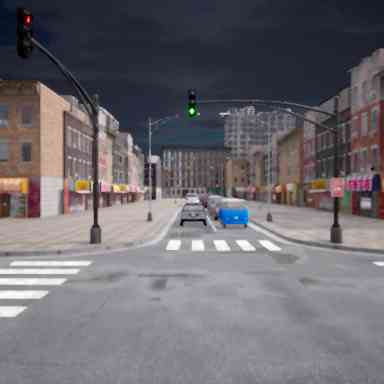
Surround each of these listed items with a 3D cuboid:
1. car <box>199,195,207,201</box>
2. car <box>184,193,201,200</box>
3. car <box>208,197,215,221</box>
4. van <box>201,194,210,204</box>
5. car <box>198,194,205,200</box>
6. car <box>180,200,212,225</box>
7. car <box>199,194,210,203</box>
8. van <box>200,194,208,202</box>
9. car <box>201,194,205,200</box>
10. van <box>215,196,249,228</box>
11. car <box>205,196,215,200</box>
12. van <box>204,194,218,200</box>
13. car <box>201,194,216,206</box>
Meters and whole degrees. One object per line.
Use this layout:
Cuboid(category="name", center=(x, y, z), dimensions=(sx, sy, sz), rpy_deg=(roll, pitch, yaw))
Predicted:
Cuboid(category="car", center=(2.649, 1.534, 82.116), dimensions=(1.752, 1.417, 4.829), rpy_deg=(0, 0, 0))
Cuboid(category="car", center=(0.010, 1.221, 51.900), dimensions=(2.150, 2.045, 5.566), rpy_deg=(0, 0, 0))
Cuboid(category="car", center=(2.640, 1.432, 27.192), dimensions=(1.967, 1.590, 4.097), rpy_deg=(0, 0, 0))
Cuboid(category="van", center=(2.646, 1.344, 65.520), dimensions=(1.690, 1.788, 3.998), rpy_deg=(0, 0, 0))
Cuboid(category="car", center=(2.651, 1.453, 92.897), dimensions=(1.967, 1.590, 4.097), rpy_deg=(0, 0, 0))
Cuboid(category="car", center=(0.104, 1.540, 24.119), dimensions=(2.033, 1.411, 5.357), rpy_deg=(0, 0, 0))
Cuboid(category="car", center=(2.647, 1.320, 70.995), dimensions=(2.192, 1.841, 5.009), rpy_deg=(0, 0, 0))
Cuboid(category="van", center=(2.648, 1.348, 76.471), dimensions=(1.690, 1.788, 3.998), rpy_deg=(0, 0, 0))
Cuboid(category="car", center=(2.641, 1.310, 43.616), dimensions=(2.192, 1.841, 5.009), rpy_deg=(0, 0, 0))
Cuboid(category="van", center=(2.639, 1.333, 21.717), dimensions=(1.690, 1.788, 3.998), rpy_deg=(0, 0, 0))
Cuboid(category="car", center=(2.641, 1.432, 32.667), dimensions=(1.967, 1.590, 4.097), rpy_deg=(0, 0, 0))
Cuboid(category="van", center=(2.641, 1.334, 38.143), dimensions=(1.690, 1.788, 3.998), rpy_deg=(0, 0, 0))
Cuboid(category="car", center=(2.644, 1.314, 54.569), dimensions=(2.192, 1.841, 5.009), rpy_deg=(0, 0, 0))
